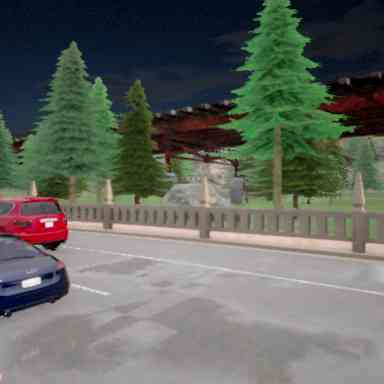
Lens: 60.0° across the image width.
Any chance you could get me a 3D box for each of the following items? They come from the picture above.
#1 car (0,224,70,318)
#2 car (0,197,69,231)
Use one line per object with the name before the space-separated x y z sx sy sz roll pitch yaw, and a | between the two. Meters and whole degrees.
car | -4.508 1.559 6.953 4.181 1.385 1.994 0 0 33
car | -7.195 1.212 12.743 5.566 2.045 2.150 0 0 30
